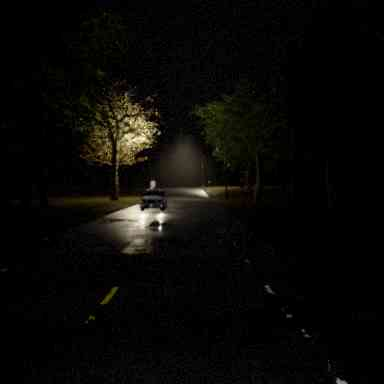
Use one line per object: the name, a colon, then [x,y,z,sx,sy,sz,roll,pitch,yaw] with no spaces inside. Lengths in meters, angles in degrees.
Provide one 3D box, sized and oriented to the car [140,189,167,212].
car: [-3.606,0.750,32.219,2.150,2.045,5.566,0,1,0]
